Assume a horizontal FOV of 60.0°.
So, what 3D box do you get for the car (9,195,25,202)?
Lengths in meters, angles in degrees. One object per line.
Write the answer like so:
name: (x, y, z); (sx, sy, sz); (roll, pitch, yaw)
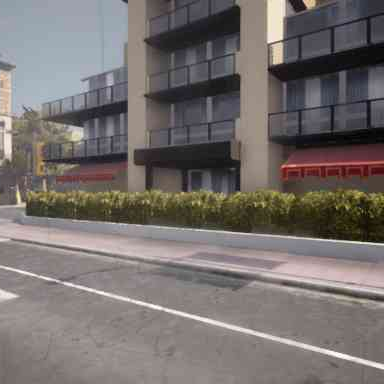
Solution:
car: (-40.135, 1.479, 73.993); (4.892, 1.521, 2.231); (0, 0, 35)
